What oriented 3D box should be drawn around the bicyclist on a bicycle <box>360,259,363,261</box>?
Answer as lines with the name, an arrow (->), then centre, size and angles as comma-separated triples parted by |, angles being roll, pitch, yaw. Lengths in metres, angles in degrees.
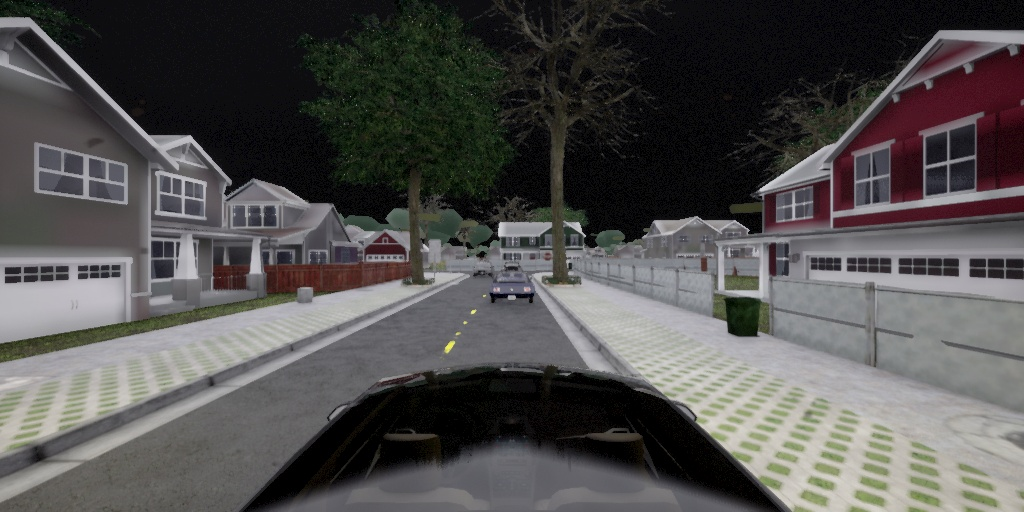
bicyclist on a bicycle -> -20.027, 1.198, 47.635 | 0.582, 1.620, 1.656 | 0, 0, 0

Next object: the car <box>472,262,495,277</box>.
car -> -2.750, 1.311, 35.280 | 1.837, 1.490, 4.892 | 0, 0, 0

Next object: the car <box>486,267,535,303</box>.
car -> 0.000, 1.365, 16.530 | 1.895, 1.301, 4.718 | 0, 0, 0

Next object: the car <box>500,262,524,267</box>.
car -> 0.000, 1.266, 31.500 | 1.837, 1.490, 4.892 | 0, 0, 0
